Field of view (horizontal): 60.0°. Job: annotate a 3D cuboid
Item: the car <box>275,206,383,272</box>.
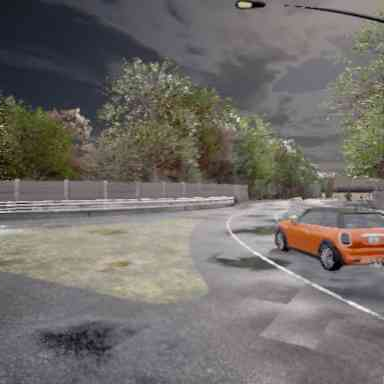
[{"bbox_3d":[4.440,1.271,10.841,2.097,1.767,4.553,0,0,-9],"label":"car"}]
